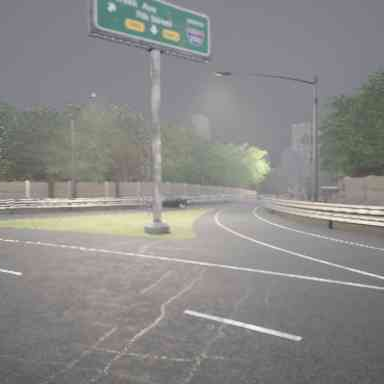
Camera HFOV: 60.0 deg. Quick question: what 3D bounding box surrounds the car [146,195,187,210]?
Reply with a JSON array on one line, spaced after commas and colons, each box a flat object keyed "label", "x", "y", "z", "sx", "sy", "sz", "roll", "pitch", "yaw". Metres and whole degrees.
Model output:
[{"label": "car", "x": -2.795, "y": 1.154, "z": 36.750, "sx": 5.008, "sy": 1.535, "sz": 1.882, "roll": -1, "pitch": 1, "yaw": -43}]
